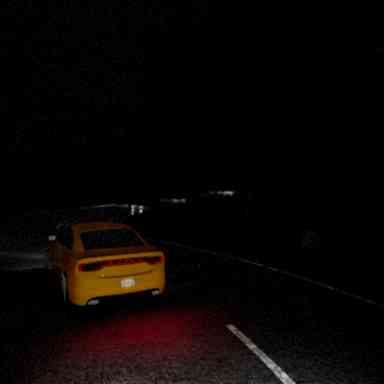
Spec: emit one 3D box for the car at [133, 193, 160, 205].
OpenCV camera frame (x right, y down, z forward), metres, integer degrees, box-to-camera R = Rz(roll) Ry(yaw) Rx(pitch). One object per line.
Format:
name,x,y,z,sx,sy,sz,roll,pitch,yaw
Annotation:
car,-6.334,0.904,46.829,1.812,1.442,4.674,0,3,33

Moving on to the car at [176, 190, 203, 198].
car,-0.476,-0.126,55.432,2.150,2.045,5.566,0,5,37

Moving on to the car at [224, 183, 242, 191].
car,8.191,-0.966,66.036,1.837,1.490,4.892,0,5,42

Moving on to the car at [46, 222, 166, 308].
car,-2.329,1.468,8.127,1.882,1.535,5.008,0,0,-29

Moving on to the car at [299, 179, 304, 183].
car,25.202,-2.759,79.812,1.837,1.490,4.892,0,5,39
